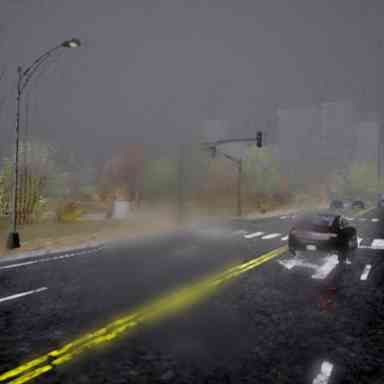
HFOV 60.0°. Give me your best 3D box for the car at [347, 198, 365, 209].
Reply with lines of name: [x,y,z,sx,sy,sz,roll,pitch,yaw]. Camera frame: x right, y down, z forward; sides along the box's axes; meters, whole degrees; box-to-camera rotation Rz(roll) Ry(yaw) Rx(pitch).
car: [27.565,2.125,55.223,1.837,1.490,4.892,-1,-1,32]

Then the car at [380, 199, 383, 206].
car: [41.056,2.260,70.725,1.812,1.442,4.674,-1,-1,32]

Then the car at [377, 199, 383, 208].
car: [35.763,2.243,62.196,1.812,1.442,4.674,-1,-1,32]

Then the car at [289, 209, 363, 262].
car: [5.162,1.611,12.824,2.128,1.511,4.902,-1,-1,32]

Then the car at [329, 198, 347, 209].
car: [24.770,2.152,56.870,1.837,1.490,4.892,-1,-1,32]
